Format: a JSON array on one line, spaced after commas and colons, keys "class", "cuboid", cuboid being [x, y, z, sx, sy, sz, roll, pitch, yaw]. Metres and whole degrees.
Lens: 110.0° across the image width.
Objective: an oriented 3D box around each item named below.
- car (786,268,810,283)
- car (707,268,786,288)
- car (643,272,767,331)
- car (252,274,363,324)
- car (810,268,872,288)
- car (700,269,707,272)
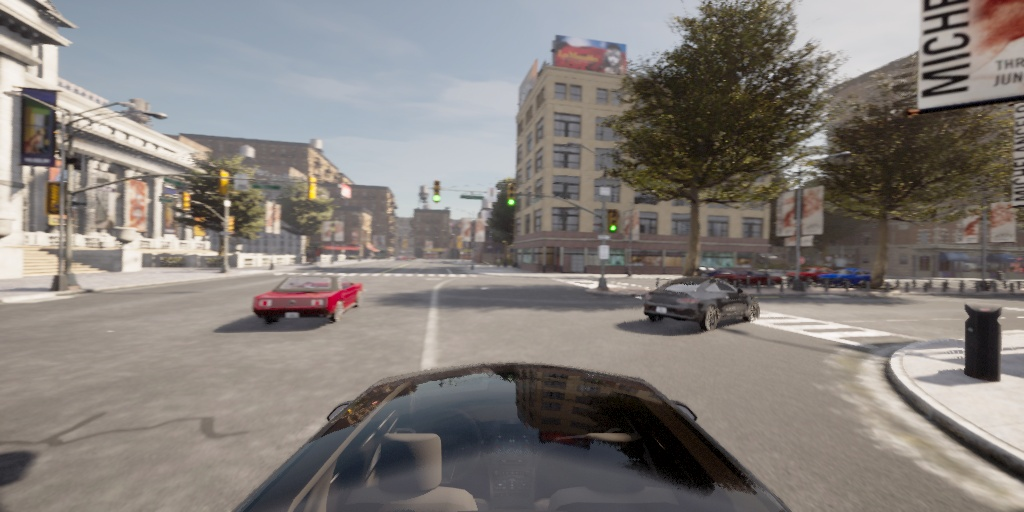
[{"class": "car", "cuboid": [27.662, 1.806, 32.904, 5.008, 1.535, 1.882, 1, 0, -12]}, {"class": "car", "cuboid": [17.769, 1.723, 27.233, 4.718, 1.301, 1.895, 1, 0, -12]}, {"class": "car", "cuboid": [6.094, 1.404, 11.492, 4.674, 1.442, 1.812, 1, -1, -36]}, {"class": "car", "cuboid": [-6.093, 1.226, 11.395, 1.895, 1.301, 4.718, 1, 0, -12]}, {"class": "car", "cuboid": [27.546, 1.803, 29.304, 5.008, 1.535, 1.882, 1, 0, -12]}, {"class": "car", "cuboid": [17.503, 1.682, 30.744, 4.181, 1.385, 1.994, 1, 0, -12]}]
